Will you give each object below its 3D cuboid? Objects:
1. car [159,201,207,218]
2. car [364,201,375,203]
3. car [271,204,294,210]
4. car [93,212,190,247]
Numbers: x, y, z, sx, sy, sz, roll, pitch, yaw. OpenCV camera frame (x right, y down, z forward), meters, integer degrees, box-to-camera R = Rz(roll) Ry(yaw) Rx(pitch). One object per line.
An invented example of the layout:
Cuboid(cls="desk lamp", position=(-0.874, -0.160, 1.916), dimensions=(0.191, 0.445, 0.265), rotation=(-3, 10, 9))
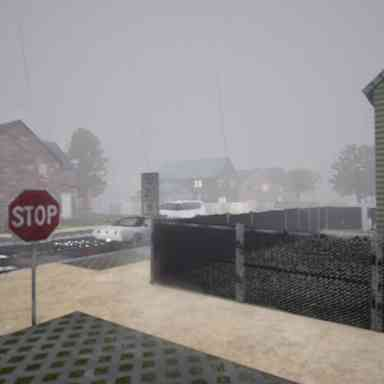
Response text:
Cuboid(cls="car", position=(-1.120, 1.616, 23.083), dimensions=(2.150, 2.045, 5.566), rotation=(-1, -2, 36))
Cuboid(cls="car", position=(41.180, 2.995, 76.834), dimensions=(2.150, 2.045, 5.566), rotation=(-1, -2, 37))
Cuboid(cls="car", position=(10.859, 2.245, 39.633), dimensions=(2.128, 1.511, 4.902), rotation=(-1, -2, 36))
Cuboid(cls="car", position=(-2.387, 1.859, 16.441), dimensions=(1.895, 1.301, 4.718), rotation=(-1, -1, 36))
